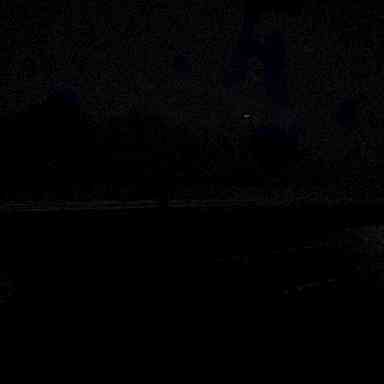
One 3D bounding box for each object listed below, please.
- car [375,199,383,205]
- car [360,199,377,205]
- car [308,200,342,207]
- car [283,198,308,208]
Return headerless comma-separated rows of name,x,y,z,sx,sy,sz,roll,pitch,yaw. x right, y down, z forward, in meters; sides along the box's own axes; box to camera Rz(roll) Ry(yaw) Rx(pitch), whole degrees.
car,23.041,1.717,37.547,4.718,1.301,1.895,0,0,-35
car,23.024,1.613,41.816,4.902,1.511,2.128,0,0,-35
car,17.131,1.676,41.935,4.181,1.385,1.994,0,0,-35
car,14.142,1.601,44.108,4.902,1.511,2.128,0,0,-35
